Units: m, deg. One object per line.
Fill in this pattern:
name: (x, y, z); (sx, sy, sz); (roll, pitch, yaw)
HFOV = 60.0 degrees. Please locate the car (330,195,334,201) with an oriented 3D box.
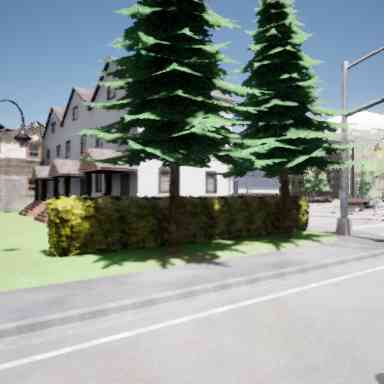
car: (28.237, 1.469, 71.948); (1.932, 1.855, 4.605); (0, 0, -36)

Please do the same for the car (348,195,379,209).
car: (23.368, 1.361, 46.494); (1.932, 1.855, 4.605); (0, 0, -36)

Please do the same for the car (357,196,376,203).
car: (43.388, 1.851, 82.706); (1.845, 1.501, 3.633); (0, 0, -36)

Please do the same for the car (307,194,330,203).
car: (26.122, 1.432, 69.914); (1.905, 1.878, 3.866); (0, 0, -36)
